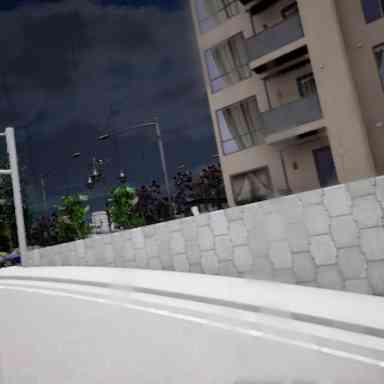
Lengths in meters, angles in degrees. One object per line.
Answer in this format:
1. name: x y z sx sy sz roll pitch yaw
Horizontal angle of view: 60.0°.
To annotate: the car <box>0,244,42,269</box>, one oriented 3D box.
1. car: -15.317 5.701 29.422 2.097 1.767 4.553 -15 -9 35
